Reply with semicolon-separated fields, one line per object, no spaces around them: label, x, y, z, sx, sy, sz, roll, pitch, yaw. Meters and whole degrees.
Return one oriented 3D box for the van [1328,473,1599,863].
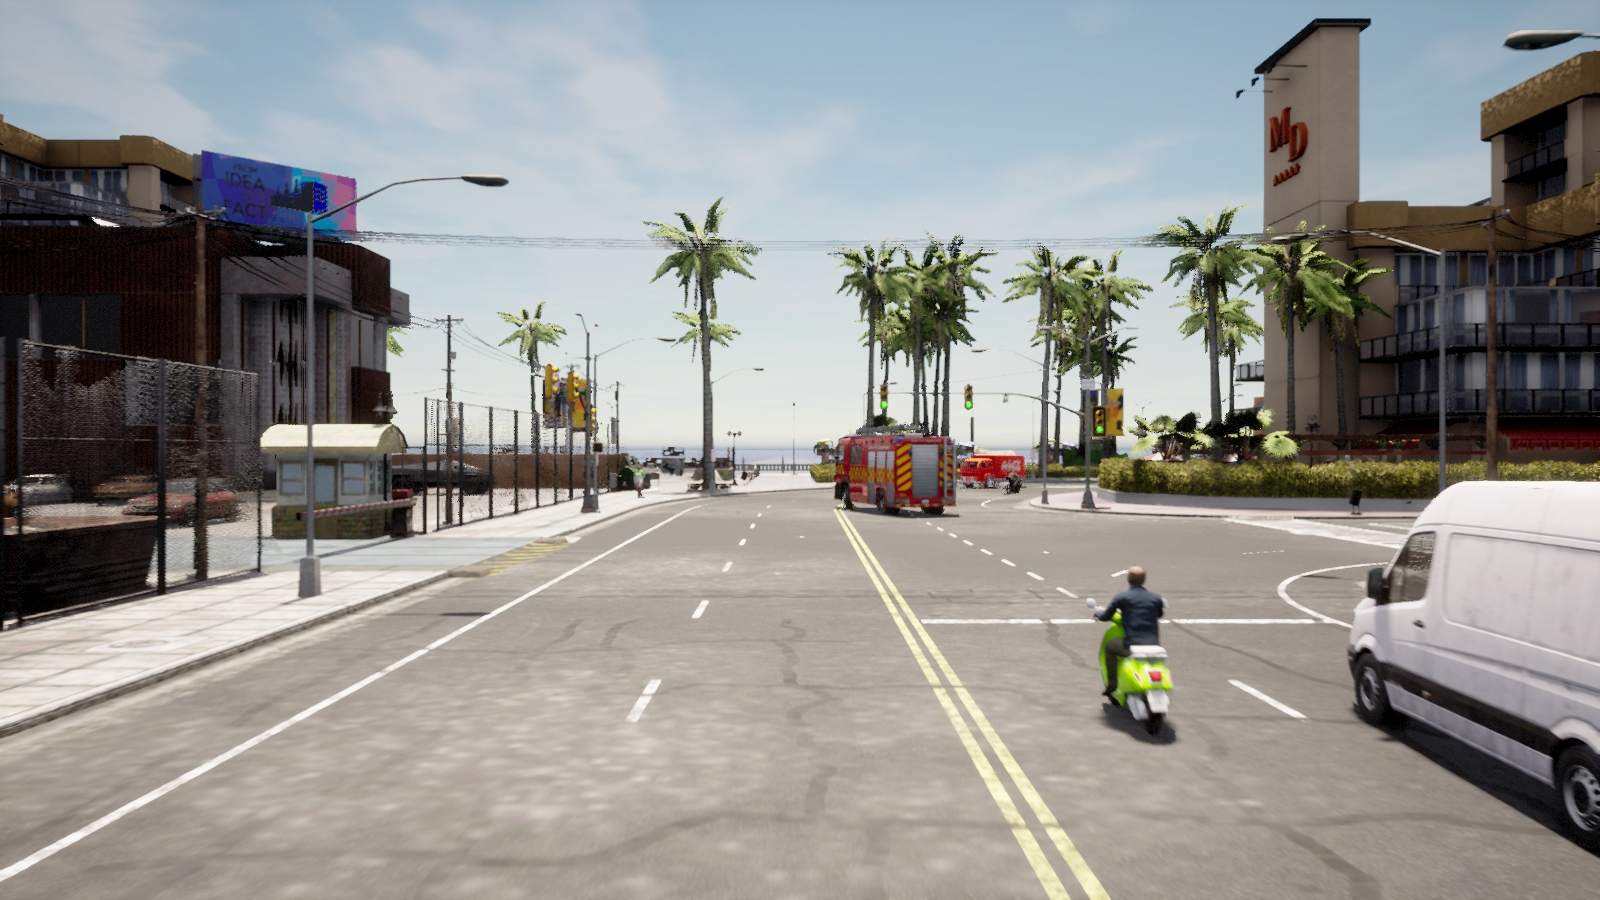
van;6.619;1.534;9.700;1.988;2.561;5.915;0;0;5

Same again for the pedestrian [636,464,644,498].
pedestrian;-8.790;1.696;62.738;0.375;1.860;0.375;0;0;6

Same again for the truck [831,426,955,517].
truck;4.098;0.890;52.707;2.891;3.827;8.468;0;0;-16

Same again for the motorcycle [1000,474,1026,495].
motorcycle;13.599;2.205;72.906;0.867;1.251;2.209;1;0;34
